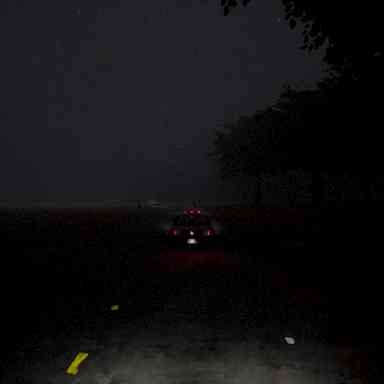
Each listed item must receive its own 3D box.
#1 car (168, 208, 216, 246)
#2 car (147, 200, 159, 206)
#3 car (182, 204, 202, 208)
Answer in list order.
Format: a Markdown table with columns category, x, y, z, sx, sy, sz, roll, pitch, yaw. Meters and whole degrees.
| category | x | y | z | sx | sy | sz | roll | pitch | yaw |
| --- | --- | --- | --- | --- | --- | --- | --- | --- | --- |
| car | 0.000 | 1.643 | 15.273 | 1.895 | 1.301 | 4.718 | 0 | 0 | 0 |
| car | -8.905 | 2.485 | 75.858 | 1.812 | 1.442 | 4.674 | 2 | -2 | -21 |
| car | 0.000 | 1.758 | 30.305 | 1.895 | 1.301 | 4.718 | 0 | -1 | 0 |
